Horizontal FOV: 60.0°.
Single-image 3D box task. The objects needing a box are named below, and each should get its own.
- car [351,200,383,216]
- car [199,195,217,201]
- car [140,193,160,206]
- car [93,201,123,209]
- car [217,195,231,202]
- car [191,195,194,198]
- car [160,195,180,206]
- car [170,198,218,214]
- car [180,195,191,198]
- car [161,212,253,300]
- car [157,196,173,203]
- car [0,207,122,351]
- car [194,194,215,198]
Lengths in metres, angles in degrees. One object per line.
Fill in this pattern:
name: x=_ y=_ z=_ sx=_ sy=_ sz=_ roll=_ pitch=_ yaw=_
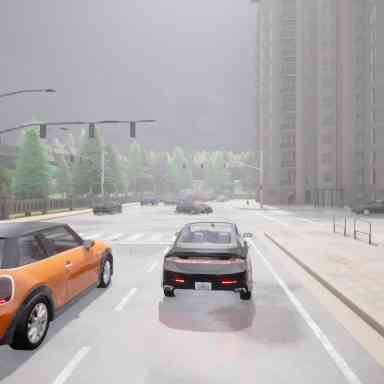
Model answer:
car: x=18.463 y=1.560 z=33.159 sx=4.892 sy=1.490 sz=1.837 roll=0 pitch=0 yaw=3
car: x=3.966 y=1.540 z=83.668 sx=2.033 sy=1.411 sz=5.357 roll=0 pitch=0 yaw=34
car: x=-7.050 y=1.222 z=55.038 sx=2.150 sy=2.045 sz=5.566 roll=0 pitch=0 yaw=4
car: x=-8.479 y=1.605 z=33.651 sx=1.895 sy=1.301 sz=4.718 roll=0 pitch=0 yaw=4
car: x=7.220 y=1.524 z=75.804 sx=1.812 sy=1.442 sz=4.674 roll=0 pitch=0 yaw=29
car: x=0.678 y=1.478 z=85.100 sx=1.882 sy=1.535 sz=5.008 roll=0 pitch=0 yaw=34
car: x=-3.526 y=1.502 z=55.233 sx=1.837 sy=1.490 sz=4.892 roll=0 pitch=1 yaw=4
car: x=0.134 y=1.593 z=33.744 sx=1.994 sy=1.385 sz=4.181 roll=0 pitch=0 yaw=-42
car: x=-2.161 y=1.355 z=70.123 sx=2.097 sy=1.767 sz=4.553 roll=0 pitch=0 yaw=11
car: x=0.500 y=1.492 z=8.443 sx=2.128 sy=1.511 sz=4.902 roll=0 pitch=0 yaw=7
car: x=-5.616 y=1.540 z=70.703 sx=2.033 sy=1.411 sz=5.357 roll=0 pitch=0 yaw=11
car: x=-3.106 y=1.352 z=6.444 sx=2.097 sy=1.767 sz=4.553 roll=0 pitch=0 yaw=4
car: x=2.909 y=1.355 z=74.836 sx=2.097 sy=1.767 sz=4.553 roll=0 pitch=0 yaw=25
